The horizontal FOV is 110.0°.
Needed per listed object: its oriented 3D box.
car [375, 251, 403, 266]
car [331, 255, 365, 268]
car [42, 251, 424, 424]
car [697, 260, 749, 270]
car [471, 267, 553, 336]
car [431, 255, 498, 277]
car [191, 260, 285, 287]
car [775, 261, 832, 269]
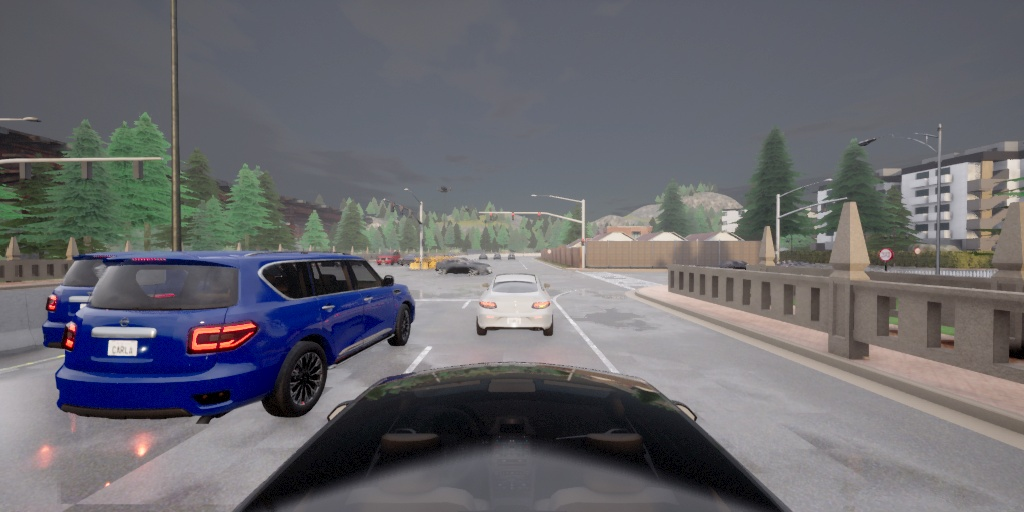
[{"bbox_3d":[-17.652,0.354,51.765,2.150,2.045,5.566,0,1,-1],"label":"car"},{"bbox_3d":[-21.145,0.691,46.484,2.128,1.511,4.902,0,1,0],"label":"car"},{"bbox_3d":[-3.487,0.934,6.073,2.150,2.045,5.566,0,1,4],"label":"car"},{"bbox_3d":[18.037,1.014,29.982,4.718,1.301,1.895,0,1,2],"label":"car"},{"bbox_3d":[0.110,1.195,9.993,1.812,1.442,4.674,0,1,2],"label":"car"},{"bbox_3d":[-4.026,0.912,29.448,4.902,1.511,2.128,0,1,23],"label":"car"},{"bbox_3d":[-17.623,1.045,23.488,2.033,1.411,5.357,0,1,0],"label":"car"},{"bbox_3d":[21.001,1.025,26.251,4.181,1.385,1.994,0,1,2],"label":"car"}]
